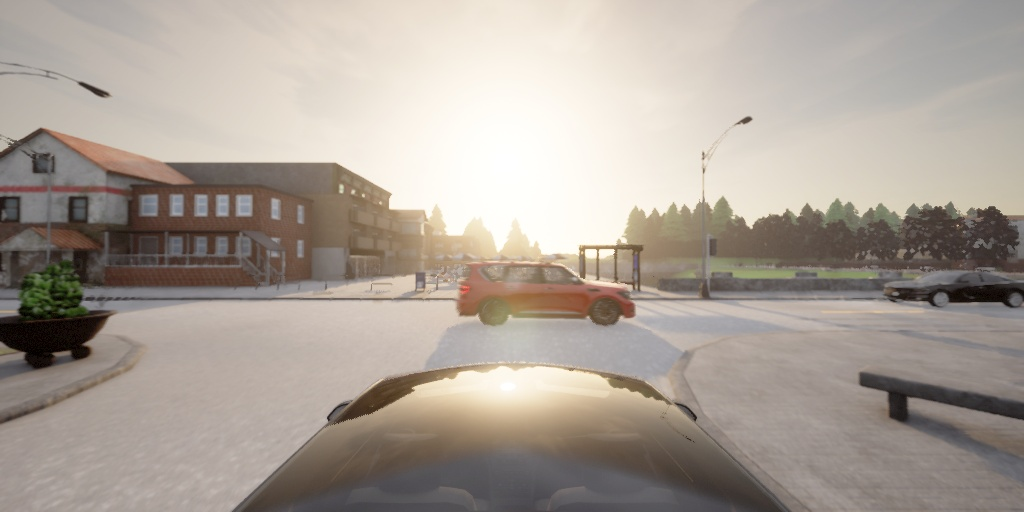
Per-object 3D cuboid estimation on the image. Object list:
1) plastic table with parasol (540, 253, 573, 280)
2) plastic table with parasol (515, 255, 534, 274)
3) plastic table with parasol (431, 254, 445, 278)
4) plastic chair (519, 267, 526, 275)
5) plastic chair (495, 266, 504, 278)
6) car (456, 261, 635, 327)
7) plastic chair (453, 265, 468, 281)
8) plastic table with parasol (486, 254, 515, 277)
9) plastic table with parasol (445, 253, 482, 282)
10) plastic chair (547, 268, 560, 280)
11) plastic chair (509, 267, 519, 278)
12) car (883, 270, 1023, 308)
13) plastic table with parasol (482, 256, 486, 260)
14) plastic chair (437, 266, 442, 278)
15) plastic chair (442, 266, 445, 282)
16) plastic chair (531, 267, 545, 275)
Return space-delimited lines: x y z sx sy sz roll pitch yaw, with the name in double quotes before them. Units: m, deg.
"plastic table with parasol" 3.599 0.974 30.704 2.482 2.480 2.482 0 0 0
"plastic table with parasol" 1.189 1.131 46.045 2.482 2.480 2.482 0 0 0
"plastic table with parasol" -7.106 1.049 38.050 2.482 2.480 2.482 0 0 0
"plastic chair" 1.072 1.723 44.866 0.750 1.272 0.730 0 0 -1
"plastic chair" -1.237 1.645 37.237 0.750 1.272 0.730 0 0 0
"car" 0.997 1.190 11.547 5.566 2.045 2.150 0 -1 0
"plastic chair" -4.341 1.573 30.239 0.750 1.272 0.730 0 0 0
"plastic table with parasol" -1.186 1.053 38.436 2.482 2.480 2.482 0 0 0
"plastic table with parasol" -4.220 0.981 31.459 2.482 2.480 2.482 0 0 0
"plastic chair" 3.458 1.565 29.434 0.750 1.272 0.730 0 0 0
"plastic chair" 0.164 1.656 38.336 0.730 1.272 0.750 0 0 0
"car" 19.224 1.372 15.635 5.008 1.535 1.882 0 -1 0
"plastic table with parasol" -4.586 1.202 52.968 2.482 2.480 2.482 0 0 0
"plastic chair" -7.033 1.641 36.872 0.750 1.272 0.730 0 0 -1
"plastic chair" -5.540 1.586 31.540 0.730 1.272 0.750 0 0 0
"plastic chair" 2.259 1.578 30.735 0.730 1.272 0.750 0 0 0
